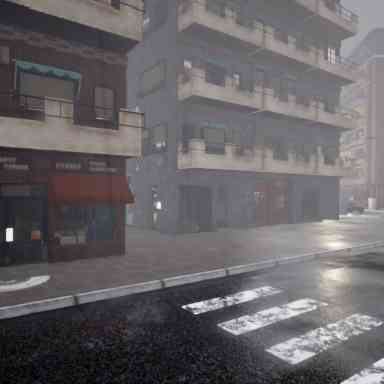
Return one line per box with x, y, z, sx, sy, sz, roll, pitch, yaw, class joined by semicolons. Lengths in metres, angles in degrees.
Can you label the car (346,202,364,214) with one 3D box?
18.028;1.789;38.298;1.895;1.301;4.718;0;0;5;car
